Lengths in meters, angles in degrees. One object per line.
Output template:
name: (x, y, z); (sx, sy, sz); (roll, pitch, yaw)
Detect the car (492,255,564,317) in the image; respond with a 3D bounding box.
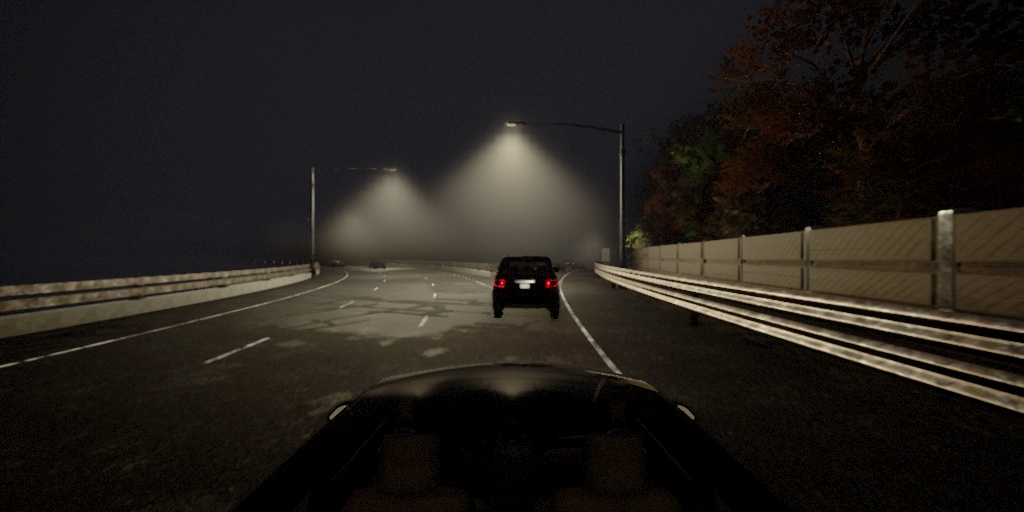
car: (0.589, 0.985, 13.346); (2.150, 2.045, 5.566); (0, 0, 4)

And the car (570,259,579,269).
car: (9.541, 1.323, 59.692); (2.097, 1.767, 4.553); (0, -1, 15)

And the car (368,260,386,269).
car: (-21.023, 1.327, 55.818); (1.812, 1.442, 4.674); (0, 0, -32)

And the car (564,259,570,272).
car: (6.034, 1.306, 46.504); (1.837, 1.490, 4.892); (0, 0, 14)
